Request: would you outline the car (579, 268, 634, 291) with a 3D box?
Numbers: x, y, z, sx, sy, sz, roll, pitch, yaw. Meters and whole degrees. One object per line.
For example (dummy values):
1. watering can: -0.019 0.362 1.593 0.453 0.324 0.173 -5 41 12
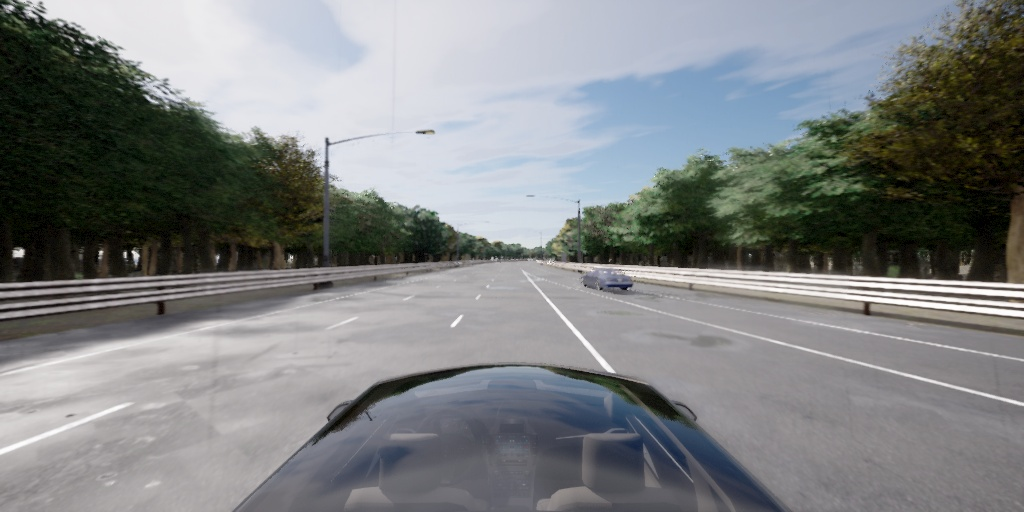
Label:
1. car: 6.057 1.492 23.616 2.033 1.411 5.357 0 0 -7
